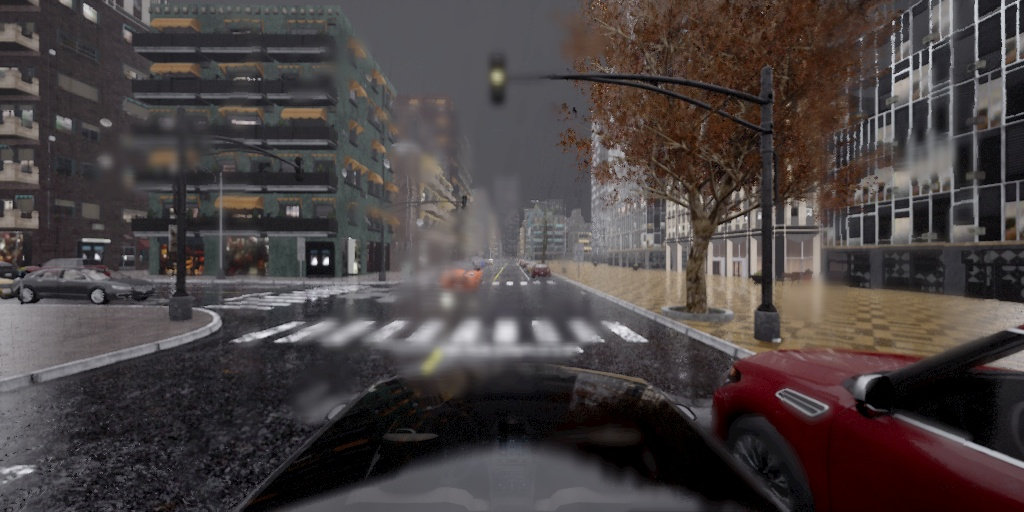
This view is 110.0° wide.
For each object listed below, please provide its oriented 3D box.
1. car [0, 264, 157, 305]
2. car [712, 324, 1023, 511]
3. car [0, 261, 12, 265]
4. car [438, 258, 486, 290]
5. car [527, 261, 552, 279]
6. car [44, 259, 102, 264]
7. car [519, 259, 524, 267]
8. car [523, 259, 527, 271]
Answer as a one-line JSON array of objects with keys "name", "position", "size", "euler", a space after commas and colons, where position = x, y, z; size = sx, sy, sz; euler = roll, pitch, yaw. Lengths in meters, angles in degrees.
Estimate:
[{"name": "car", "position": [-16.441, 1.108, 13.885], "size": [4.403, 1.370, 2.007], "euler": [0, 0, -1]}, {"name": "car", "position": [2.692, 1.063, 0.923], "size": [2.192, 1.841, 5.009], "euler": [0, 0, 0]}, {"name": "car", "position": [-21.838, 1.005, 13.827], "size": [4.829, 1.417, 1.751], "euler": [0, 0, -1]}, {"name": "car", "position": [-3.011, 1.113, 22.461], "size": [2.097, 1.767, 4.553], "euler": [0, 0, 0]}, {"name": "car", "position": [2.674, 1.348, 33.311], "size": [1.888, 1.381, 4.507], "euler": [0, 0, 0]}, {"name": "car", "position": [-27.632, 0.862, 22.147], "size": [4.097, 1.591, 1.967], "euler": [0, 0, -1]}, {"name": "car", "position": [2.659, 1.452, 60.973], "size": [1.802, 1.307, 4.207], "euler": [0, 0, 0]}, {"name": "car", "position": [2.668, 1.354, 44.546], "size": [1.751, 1.417, 4.829], "euler": [0, 0, 0]}]
